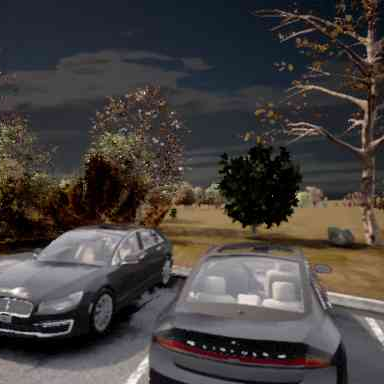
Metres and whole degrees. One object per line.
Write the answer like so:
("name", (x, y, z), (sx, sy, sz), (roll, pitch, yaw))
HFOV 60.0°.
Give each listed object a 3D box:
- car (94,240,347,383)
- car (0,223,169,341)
("car", (0.934, 1.473, 4.819), (2.231, 1.521, 4.892), (0, -1, 15))
("car", (-1.831, 1.447, 6.788), (2.231, 1.521, 4.892), (1, 0, 15))
